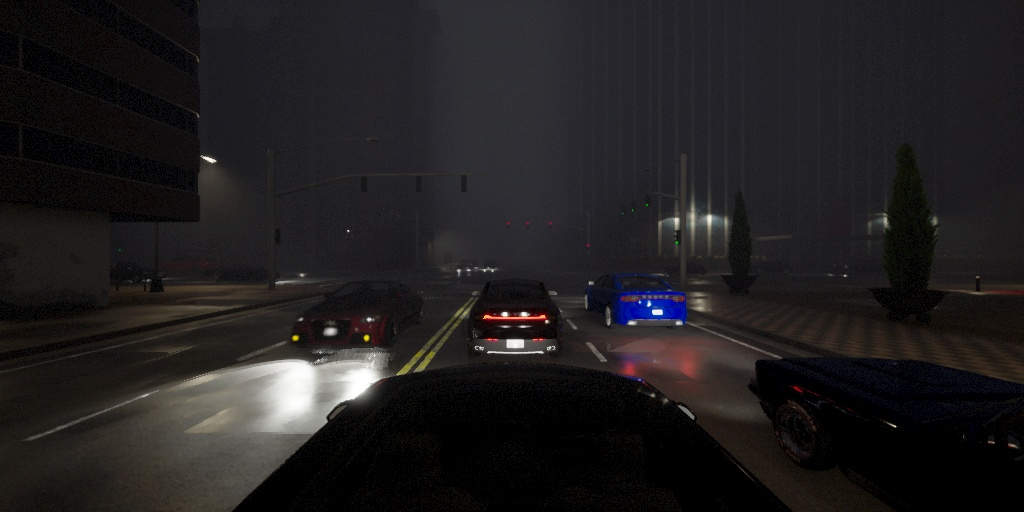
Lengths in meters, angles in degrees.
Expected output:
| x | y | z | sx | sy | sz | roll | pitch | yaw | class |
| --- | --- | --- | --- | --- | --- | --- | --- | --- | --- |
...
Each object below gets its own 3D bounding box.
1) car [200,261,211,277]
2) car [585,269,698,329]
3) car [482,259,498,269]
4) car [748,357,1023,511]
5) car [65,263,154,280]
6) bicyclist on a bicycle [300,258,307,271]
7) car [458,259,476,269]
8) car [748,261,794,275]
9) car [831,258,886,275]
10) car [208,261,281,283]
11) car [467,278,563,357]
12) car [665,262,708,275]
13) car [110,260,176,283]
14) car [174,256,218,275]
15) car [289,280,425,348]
| x | y | z | sx | sy | sz | roll | pitch | yaw | class |
| --- | --- | --- | --- | --- | --- | --- | --- | --- | --- |
| -23.552 | 1.351 | 30.975 | 4.718 | 1.301 | 1.895 | 0 | 0 | -1 | car |
| 3.573 | 1.228 | 11.244 | 1.882 | 1.535 | 5.008 | 0 | 0 | 0 | car |
| -3.600 | 1.314 | 57.160 | 1.994 | 1.385 | 4.181 | 0 | 0 | 0 | car |
| 3.601 | 1.351 | 1.899 | 1.895 | 1.301 | 4.718 | 0 | 0 | 0 | car |
| -34.569 | 1.297 | 30.876 | 5.357 | 1.411 | 2.033 | 0 | 0 | 0 | car |
| -26.427 | 1.051 | 45.427 | 0.582 | 1.620 | 1.656 | 0 | 0 | -1 | bicyclist on a bicycle |
| -7.100 | 1.275 | 55.289 | 1.812 | 1.442 | 4.674 | 0 | 0 | 0 | car |
| 27.552 | 1.255 | 38.697 | 4.892 | 1.490 | 1.837 | 0 | 0 | -1 | car |
| 37.385 | 1.102 | 38.787 | 4.553 | 1.767 | 2.097 | 0 | 0 | 0 | car |
| -20.189 | 1.314 | 27.507 | 4.181 | 1.385 | 1.994 | 0 | 0 | -1 | car |
| 0.060 | 1.255 | 8.555 | 1.837 | 1.490 | 4.892 | 0 | 0 | 0 | car |
| 18.700 | 1.314 | 38.606 | 4.181 | 1.385 | 1.994 | 0 | 0 | -1 | car |
| -29.363 | 1.242 | 27.420 | 4.902 | 1.511 | 2.128 | 0 | 0 | -1 | car |
| -34.227 | 0.971 | 38.052 | 5.566 | 2.045 | 2.150 | 0 | 0 | 0 | car |
| -3.601 | 1.314 | 9.106 | 1.994 | 1.385 | 4.181 | 0 | 0 | 0 | car |
